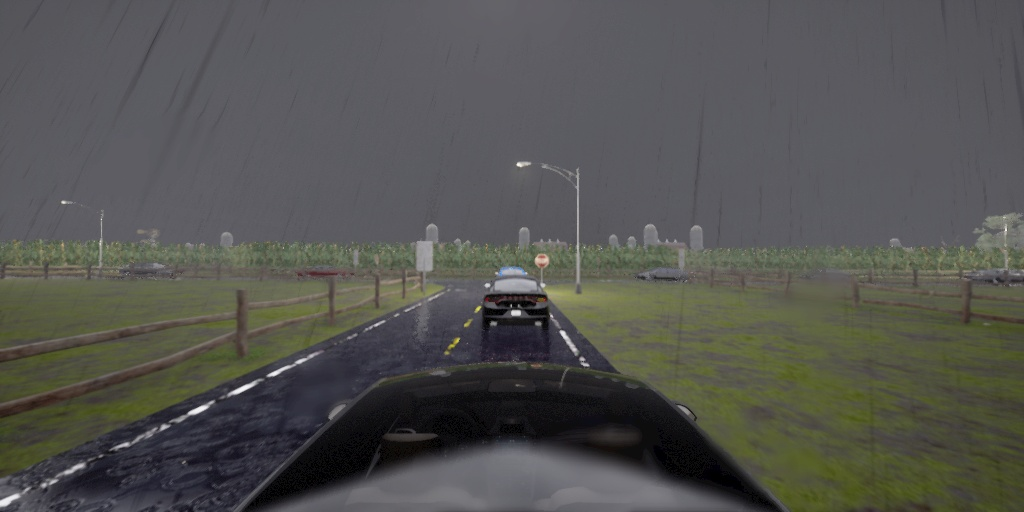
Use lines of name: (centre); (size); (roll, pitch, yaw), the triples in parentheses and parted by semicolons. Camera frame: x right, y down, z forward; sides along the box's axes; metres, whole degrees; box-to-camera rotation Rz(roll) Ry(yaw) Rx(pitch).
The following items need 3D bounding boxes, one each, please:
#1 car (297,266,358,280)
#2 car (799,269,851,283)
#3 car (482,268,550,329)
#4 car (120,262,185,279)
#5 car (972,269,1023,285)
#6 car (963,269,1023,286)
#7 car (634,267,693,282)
car: (-16.842, 1.550, 32.893); (4.718, 1.301, 1.895); (0, -2, 0)
car: (31.084, 1.965, 35.547); (4.181, 1.385, 1.994); (0, -2, 0)
car: (0.105, 1.336, 11.708); (1.882, 1.535, 5.008); (0, 0, 0)
car: (-33.023, 1.349, 32.999); (4.892, 1.490, 1.837); (0, -2, 0)
car: (49.162, 2.092, 35.342); (4.902, 1.511, 2.128); (1, -2, 0)
car: (44.150, 1.930, 32.575); (4.902, 1.511, 2.128); (1, -2, 0)
car: (14.991, 1.816, 35.652); (5.357, 1.411, 2.033); (0, -2, 0)
